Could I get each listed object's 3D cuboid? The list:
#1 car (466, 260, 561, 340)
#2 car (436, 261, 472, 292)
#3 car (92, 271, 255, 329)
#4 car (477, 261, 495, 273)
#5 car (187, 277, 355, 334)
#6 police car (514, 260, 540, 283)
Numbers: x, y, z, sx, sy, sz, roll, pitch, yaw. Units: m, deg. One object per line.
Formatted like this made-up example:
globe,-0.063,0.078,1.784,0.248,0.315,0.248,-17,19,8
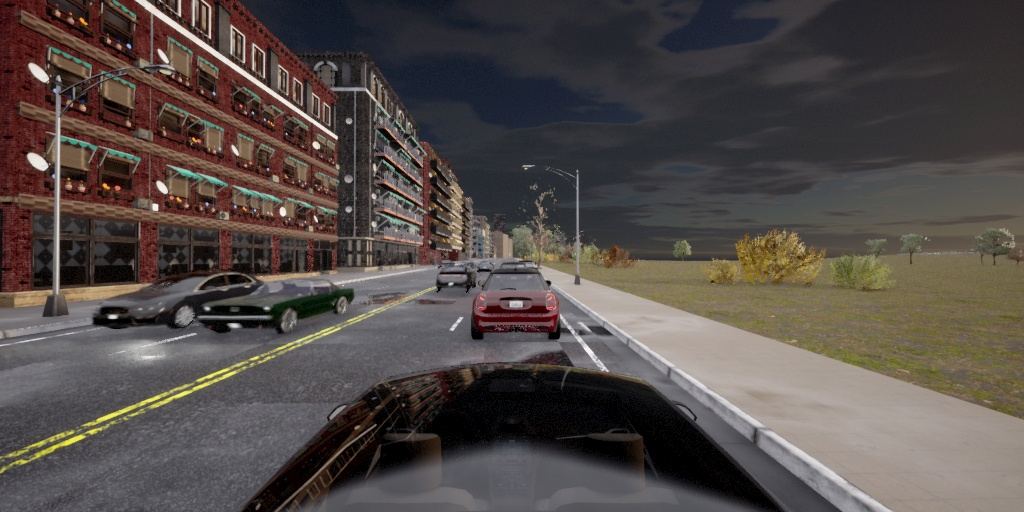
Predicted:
car,0.084,1.103,10.169,2.097,1.767,4.553,0,0,0
car,-3.171,1.244,21.105,2.128,1.511,4.902,0,0,0
car,-9.861,1.256,11.283,1.837,1.490,4.892,0,0,0
car,-3.188,1.314,44.461,1.994,1.385,4.181,0,0,0
car,-6.609,1.352,10.749,1.895,1.301,4.718,0,0,0
police car,1.110,1.178,29.437,1.930,1.638,5.238,0,0,0
